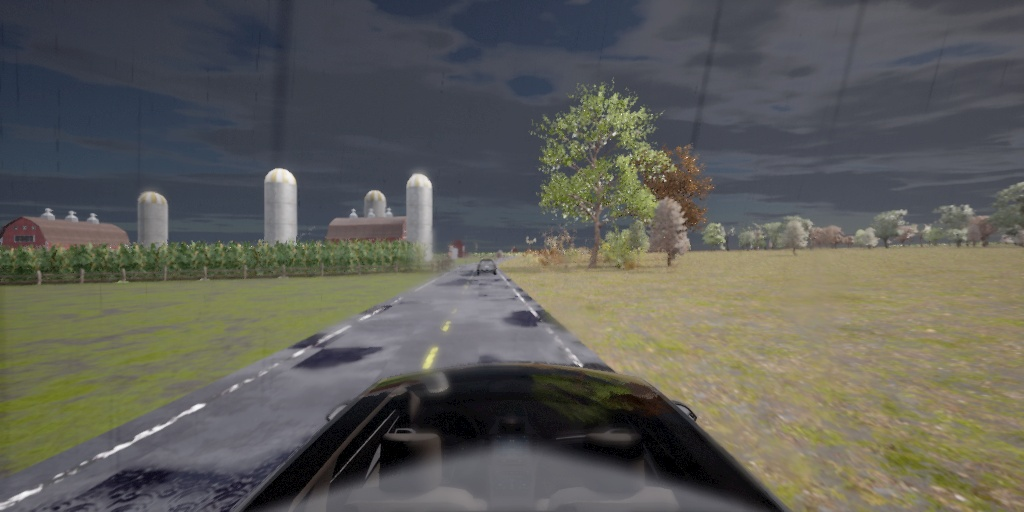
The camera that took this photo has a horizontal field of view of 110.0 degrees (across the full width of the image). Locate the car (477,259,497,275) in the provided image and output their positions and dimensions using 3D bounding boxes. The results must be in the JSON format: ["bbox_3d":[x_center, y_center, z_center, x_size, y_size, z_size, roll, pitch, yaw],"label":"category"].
[{"bbox_3d":[-2.600,1.125,36.904,2.033,1.649,4.856,0,-1,-4],"label":"car"}]
